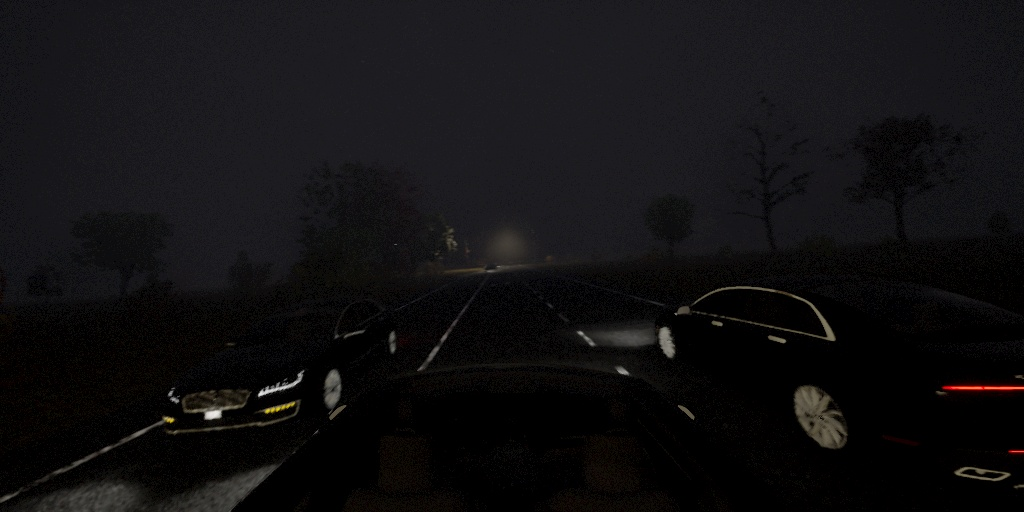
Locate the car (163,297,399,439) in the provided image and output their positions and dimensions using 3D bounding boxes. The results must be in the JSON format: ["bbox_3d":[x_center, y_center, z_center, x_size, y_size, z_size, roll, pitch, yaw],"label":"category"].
[{"bbox_3d":[-3.515,1.588,6.524,1.837,1.490,4.892,-5,0,-2],"label":"car"}]

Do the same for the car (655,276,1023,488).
[{"bbox_3d":[3.532,1.006,4.593,1.837,1.490,4.892,-5,0,-2],"label":"car"}]
